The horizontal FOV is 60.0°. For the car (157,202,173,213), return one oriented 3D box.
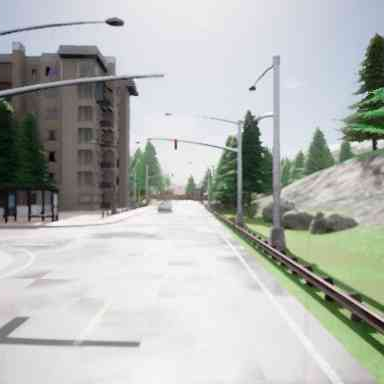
[{"bbox_3d":[-3.478,2.029,43.966,2.033,1.411,5.357,0,0,0],"label":"car"}]
